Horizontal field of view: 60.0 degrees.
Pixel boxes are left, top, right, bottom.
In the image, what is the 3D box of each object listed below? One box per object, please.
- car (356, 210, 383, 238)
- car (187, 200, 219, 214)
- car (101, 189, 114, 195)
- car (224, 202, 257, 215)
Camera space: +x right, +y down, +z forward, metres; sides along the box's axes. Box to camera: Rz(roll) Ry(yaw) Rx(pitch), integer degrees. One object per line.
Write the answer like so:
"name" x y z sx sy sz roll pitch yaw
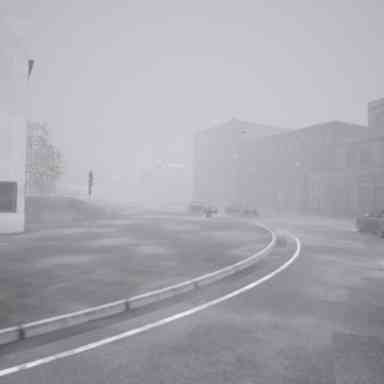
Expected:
"car" 10.633 1.688 18.234 1.994 1.385 4.181 1 0 7
"car" 1.115 1.655 37.238 1.837 1.490 4.892 1 -1 -29
"car" -18.426 0.042 72.748 1.882 1.535 5.008 1 3 -29
"car" 5.364 1.784 36.979 1.994 1.385 4.181 1 -1 -28
